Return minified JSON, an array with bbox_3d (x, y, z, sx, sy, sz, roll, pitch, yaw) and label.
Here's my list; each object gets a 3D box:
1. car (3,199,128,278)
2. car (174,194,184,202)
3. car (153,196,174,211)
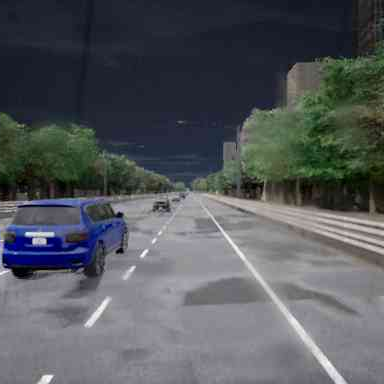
[{"bbox_3d":[-3.495,1.221,10.302,2.150,2.045,5.566,0,0,0],"label":"car"},{"bbox_3d":[-3.477,1.589,75.071,1.895,1.301,4.718,0,0,0],"label":"car"},{"bbox_3d":[-3.487,1.494,39.399,1.837,1.490,4.892,0,0,0],"label":"car"}]
